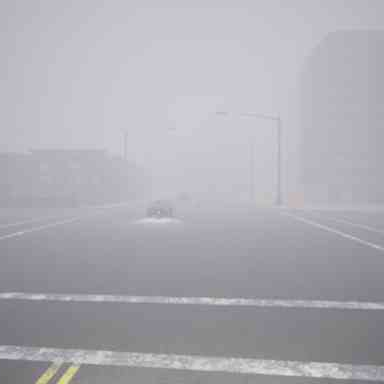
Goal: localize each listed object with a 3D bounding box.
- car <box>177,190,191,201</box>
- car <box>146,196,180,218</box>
[{"bbox_3d":[-1.207,0.484,52.313,2.097,1.767,4.553,0,1,3],"label":"car"},{"bbox_3d":[-2.365,1.265,26.519,1.994,1.385,4.181,0,1,3],"label":"car"}]
